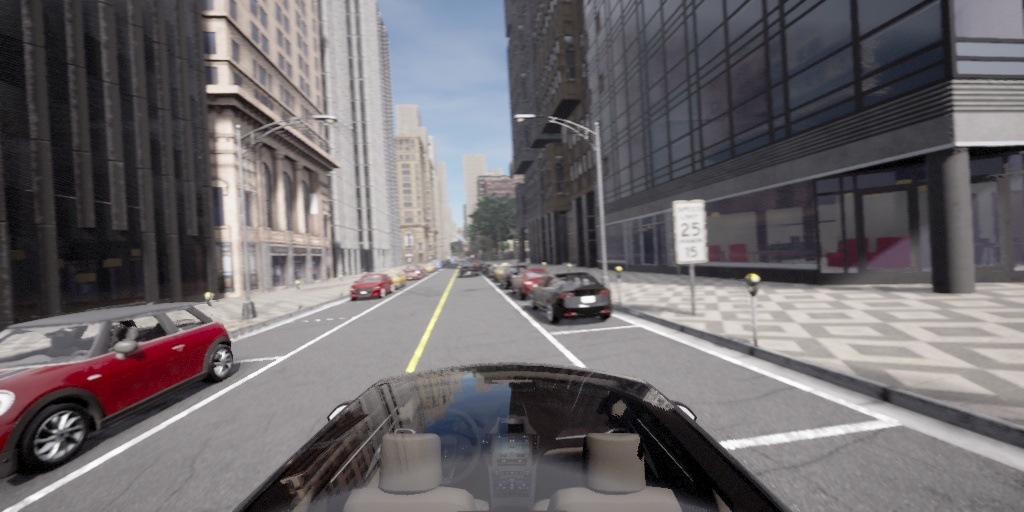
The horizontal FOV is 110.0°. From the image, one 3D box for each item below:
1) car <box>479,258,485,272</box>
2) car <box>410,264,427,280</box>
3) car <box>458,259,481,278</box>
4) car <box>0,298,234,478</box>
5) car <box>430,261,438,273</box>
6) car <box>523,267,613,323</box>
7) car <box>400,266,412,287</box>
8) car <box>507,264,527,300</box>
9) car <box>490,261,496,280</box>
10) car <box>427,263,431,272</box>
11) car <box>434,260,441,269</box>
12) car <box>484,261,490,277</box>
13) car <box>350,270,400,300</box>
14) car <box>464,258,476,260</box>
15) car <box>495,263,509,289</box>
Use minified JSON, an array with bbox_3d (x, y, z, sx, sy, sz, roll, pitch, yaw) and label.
[{"bbox_3d":[-2.656,1.329,44.114,2.007,1.370,4.403,0,0,-8],"label":"car"},{"bbox_3d":[-10.353,1.682,37.537,1.967,1.591,4.097,0,0,-8],"label":"car"},{"bbox_3d":[-4.543,1.410,37.588,1.837,1.490,4.892,-3,0,-7],"label":"car"},{"bbox_3d":[-5.933,1.524,4.942,1.967,1.591,4.097,0,0,-9],"label":"car"},{"bbox_3d":[-12.543,1.838,53.684,1.751,1.417,4.829,0,0,-8],"label":"car"},{"bbox_3d":[1.768,1.188,11.491,1.948,1.339,4.313,0,0,-8],"label":"car"},{"bbox_3d":[-8.855,1.716,26.493,1.751,1.417,4.829,0,0,-8],"label":"car"},{"bbox_3d":[1.031,1.231,16.928,1.802,1.307,4.207,0,0,-8],"label":"car"},{"bbox_3d":[-0.466,1.227,27.970,1.751,1.417,4.829,0,0,-8],"label":"car"},{"bbox_3d":[-11.090,1.849,42.976,1.802,1.307,4.207,0,0,-8],"label":"car"},{"bbox_3d":[-13.303,1.776,59.290,1.967,1.591,4.097,0,0,-8],"label":"car"},{"bbox_3d":[-1.181,1.279,33.239,2.007,1.370,4.403,0,0,-8],"label":"car"},{"bbox_3d":[-8.141,1.709,21.223,1.888,1.381,4.507,0,0,-8],"label":"car"},{"bbox_3d":[-6.468,1.476,51.763,1.837,1.490,4.892,-3,1,-7],"label":"car"},{"bbox_3d":[0.294,1.241,22.365,1.948,1.339,4.313,0,0,-8],"label":"car"}]
